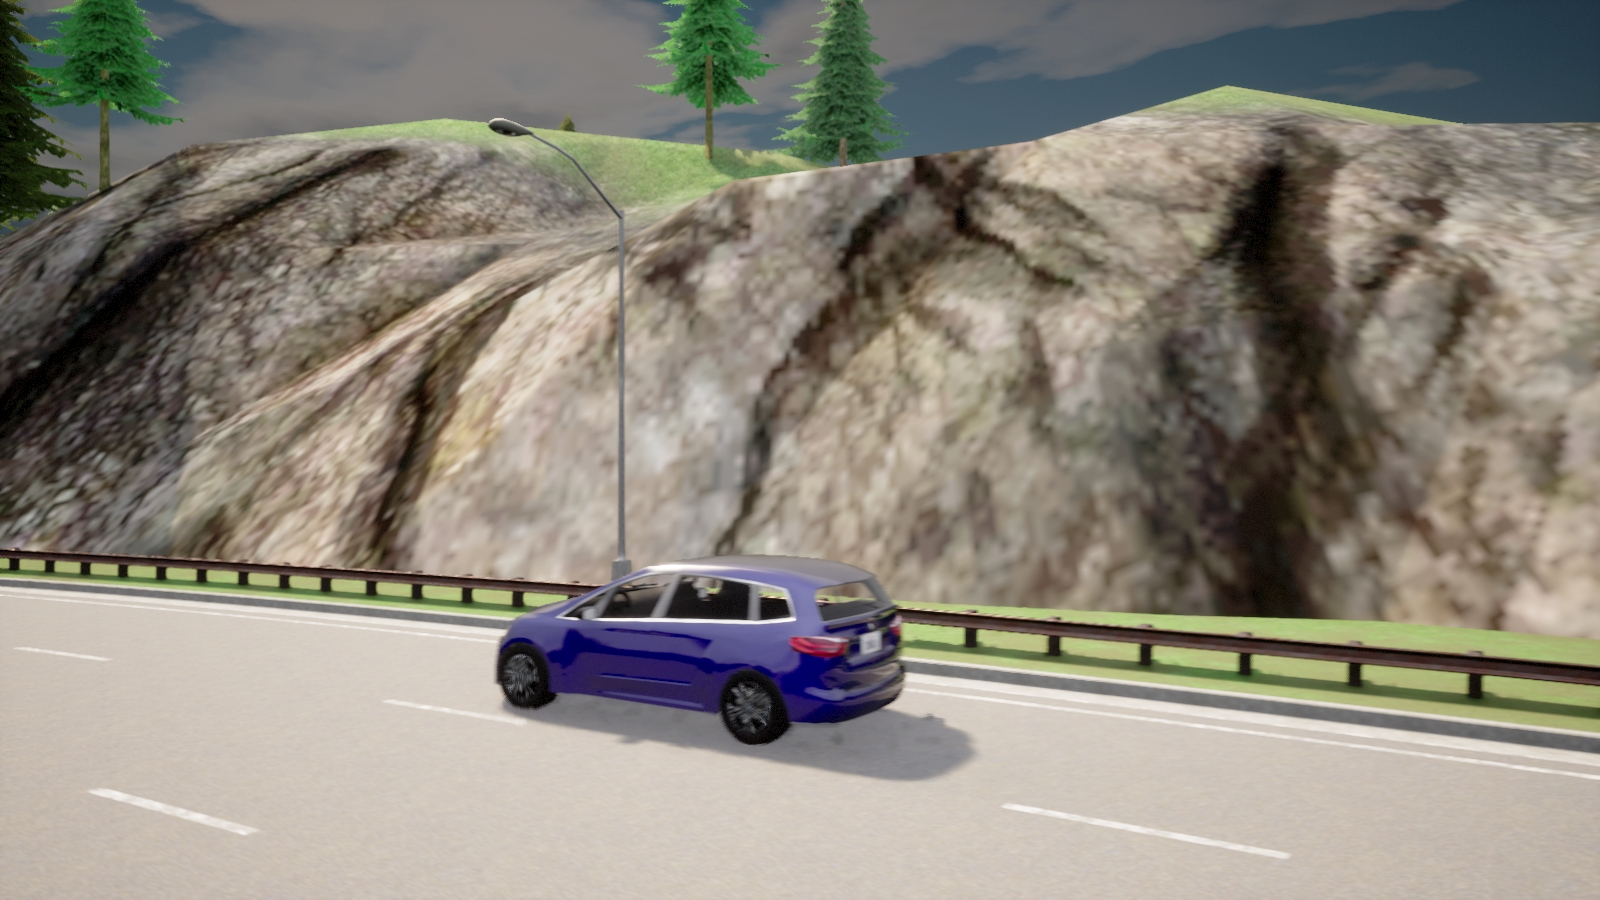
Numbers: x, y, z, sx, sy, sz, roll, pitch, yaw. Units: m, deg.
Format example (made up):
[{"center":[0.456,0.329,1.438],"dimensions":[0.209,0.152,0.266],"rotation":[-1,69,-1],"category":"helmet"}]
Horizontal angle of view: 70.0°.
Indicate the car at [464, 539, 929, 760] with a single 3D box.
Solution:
[{"center":[-1.169,1.968,12.467],"dimensions":[4.611,1.667,2.242],"rotation":[0,0,31],"category":"car"}]
